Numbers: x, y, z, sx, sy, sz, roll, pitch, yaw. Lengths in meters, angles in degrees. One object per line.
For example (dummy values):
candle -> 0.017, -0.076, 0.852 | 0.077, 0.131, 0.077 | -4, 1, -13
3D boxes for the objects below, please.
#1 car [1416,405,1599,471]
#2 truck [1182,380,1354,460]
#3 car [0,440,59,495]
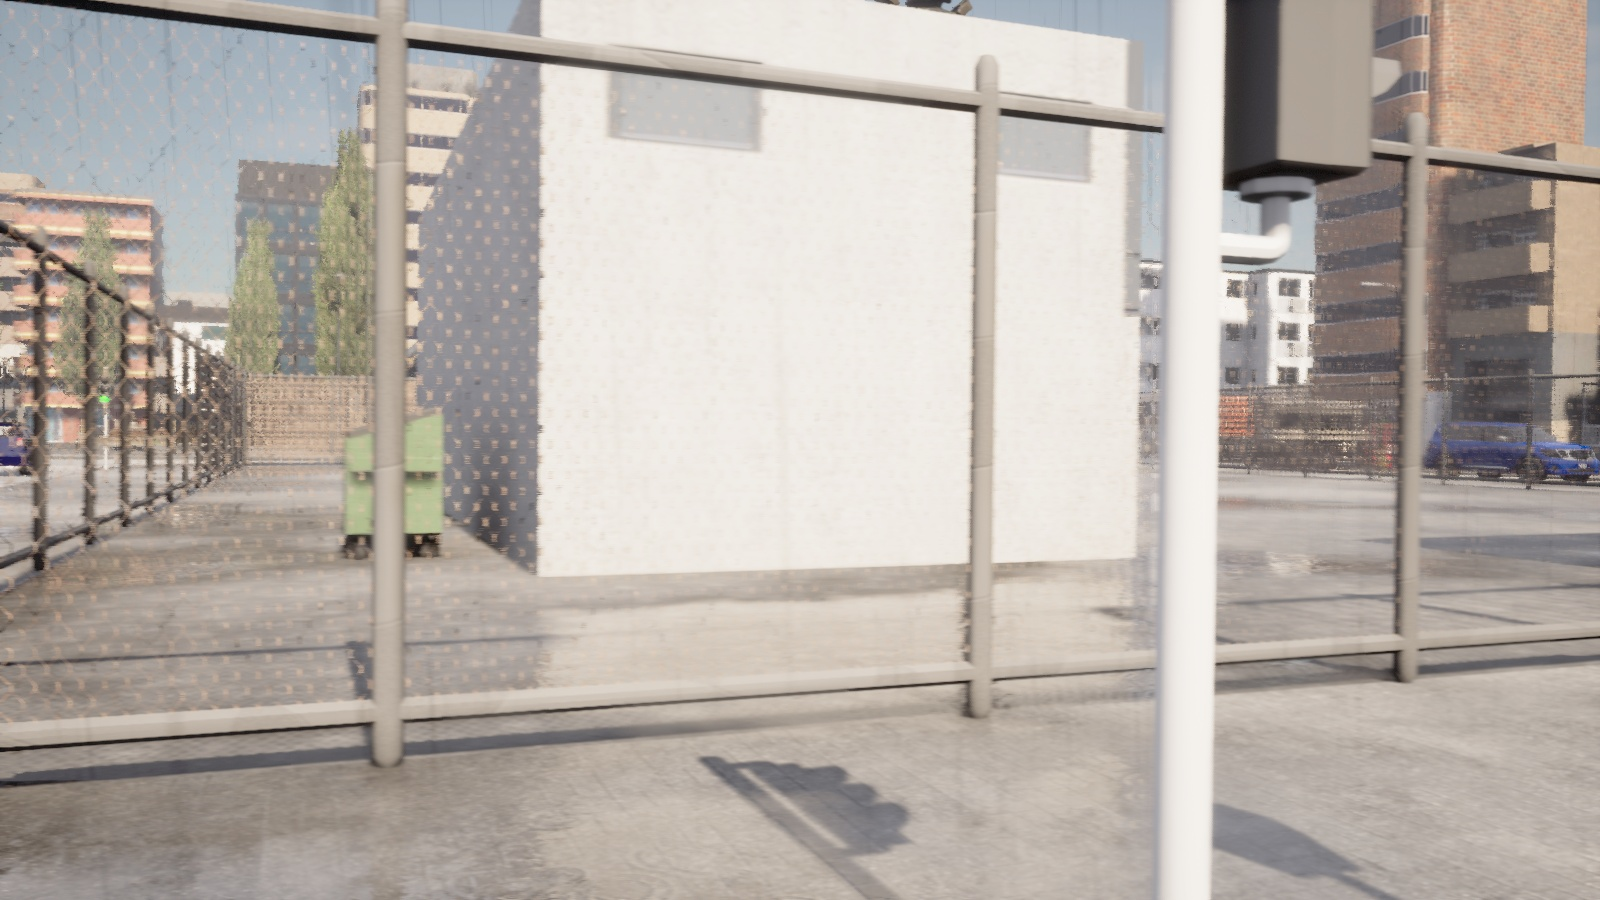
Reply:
car -> 23.537, -0.413, 41.803 | 2.150, 2.045, 5.566 | -1, 1, -19
truck -> 21.474, -1.357, 58.192 | 2.891, 3.462, 7.936 | -1, 1, -21
car -> -22.968, 0.469, 36.510 | 1.845, 1.501, 3.633 | -1, 1, -21
